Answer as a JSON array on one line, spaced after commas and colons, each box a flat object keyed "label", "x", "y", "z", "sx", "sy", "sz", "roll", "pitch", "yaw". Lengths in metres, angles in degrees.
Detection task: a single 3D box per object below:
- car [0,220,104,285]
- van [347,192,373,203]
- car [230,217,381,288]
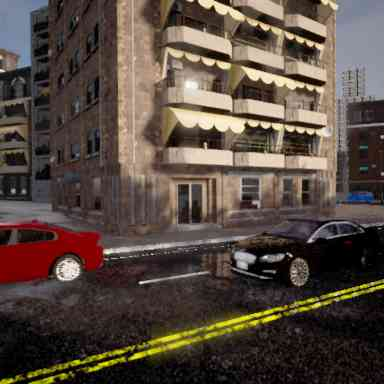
[{"label": "car", "x": -4.713, "y": 1.476, "z": 8.097, "sx": 5.008, "sy": 1.535, "sz": 1.882, "roll": 0, "pitch": 0, "yaw": -32}, {"label": "van", "x": 28.394, "y": 0.856, "z": 56.063, "sx": 3.998, "sy": 1.788, "sz": 1.690, "roll": 1, "pitch": 0, "yaw": 25}, {"label": "car", "x": 3.273, "y": 1.486, "z": 9.292, "sx": 4.902, "sy": 1.511, "sz": 2.128, "roll": 0, "pitch": 0, "yaw": -33}]
